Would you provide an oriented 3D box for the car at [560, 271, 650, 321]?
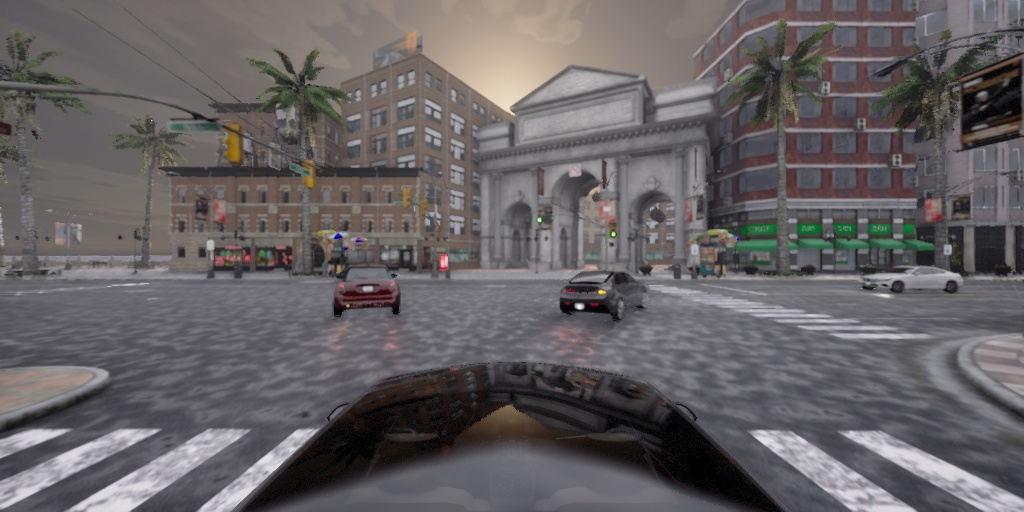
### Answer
[{"bbox_3d":[3.383,1.244,12.640,1.837,1.490,4.892,-2,-1,35],"label":"car"}]

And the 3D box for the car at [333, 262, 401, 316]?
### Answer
[{"bbox_3d":[-5.507,1.086,13.615,2.097,1.767,4.553,0,0,-23],"label":"car"}]

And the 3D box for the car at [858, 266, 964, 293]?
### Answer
[{"bbox_3d":[22.341,1.265,20.148,4.674,1.442,1.812,0,0,1],"label":"car"}]
